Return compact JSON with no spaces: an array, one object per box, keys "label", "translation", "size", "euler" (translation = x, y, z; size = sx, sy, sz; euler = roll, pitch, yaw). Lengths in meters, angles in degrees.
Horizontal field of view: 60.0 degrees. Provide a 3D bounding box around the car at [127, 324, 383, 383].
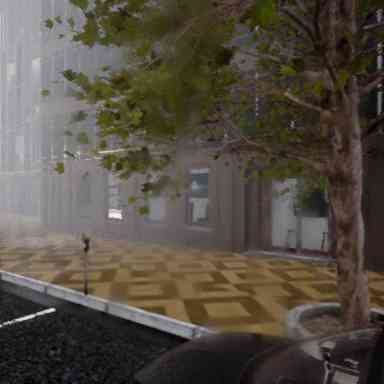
[{"label":"car","translation":[1.407,1.551,1.872],"size":[4.403,1.369,2.008],"euler":[0,0,35]}]
